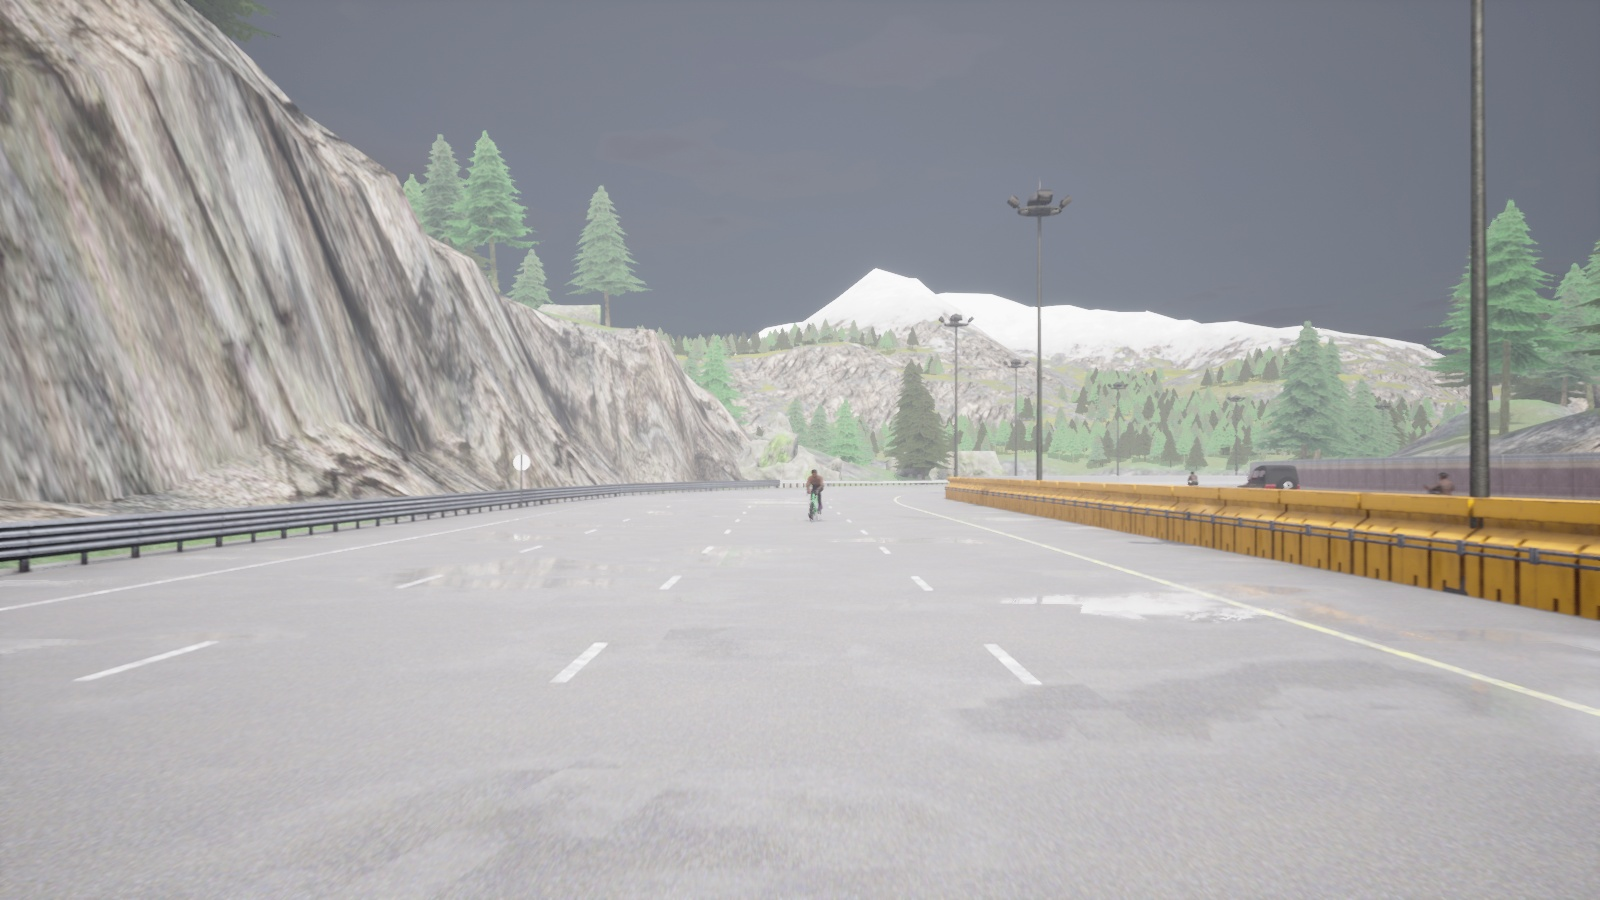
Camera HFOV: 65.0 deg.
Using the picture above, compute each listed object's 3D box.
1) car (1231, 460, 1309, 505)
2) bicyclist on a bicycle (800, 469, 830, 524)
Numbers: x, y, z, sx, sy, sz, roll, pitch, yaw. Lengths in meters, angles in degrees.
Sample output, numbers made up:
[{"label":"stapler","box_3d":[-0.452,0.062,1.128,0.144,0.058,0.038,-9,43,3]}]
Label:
[{"label":"car","box_3d":[20.585,1.447,55.155,1.905,1.878,3.866,0,-2,-1]},{"label":"bicyclist on a bicycle","box_3d":[0.460,1.407,38.325,0.582,1.620,1.656,0,-1,12]}]
